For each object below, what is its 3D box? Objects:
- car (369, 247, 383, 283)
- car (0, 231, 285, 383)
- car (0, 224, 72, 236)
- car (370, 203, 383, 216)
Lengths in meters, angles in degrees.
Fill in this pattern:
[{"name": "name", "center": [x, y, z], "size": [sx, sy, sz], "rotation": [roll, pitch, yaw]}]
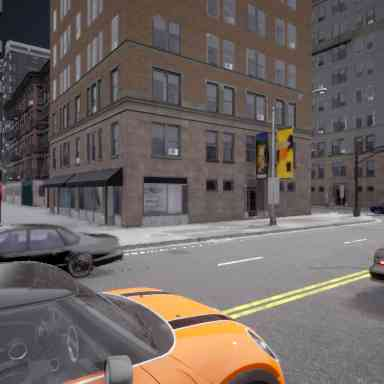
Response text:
[{"name": "car", "center": [6.447, 1.548, 8.238], "size": [5.357, 1.411, 2.033], "rotation": [0, 0, -37]}, {"name": "car", "center": [-1.356, 1.352, 2.437], "size": [4.553, 1.767, 2.097], "rotation": [0, 0, -37]}, {"name": "car", "center": [-4.457, 1.547, 8.481], "size": [5.357, 1.411, 2.033], "rotation": [0, 0, -37]}, {"name": "car", "center": [18.430, 1.591, 29.763], "size": [1.895, 1.301, 4.718], "rotation": [0, 0, -12]}]
